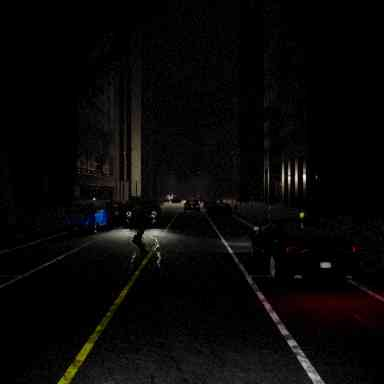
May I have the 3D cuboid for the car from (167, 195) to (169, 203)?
[{"bbox_3d":[-6.025,1.711,75.232,1.752,1.417,4.829,0,-1,1],"label":"car"}]

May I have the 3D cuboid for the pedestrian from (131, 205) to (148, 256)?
[{"bbox_3d":[-1.829,1.299,11.603,0.375,1.860,0.375,0,0,-15],"label":"pedestrian"}]

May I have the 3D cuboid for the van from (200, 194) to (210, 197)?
[{"bbox_3d":[2.554,1.438,52.880,1.690,1.788,3.998,0,0,0],"label":"van"}]

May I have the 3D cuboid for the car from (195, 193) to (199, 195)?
[{"bbox_3d":[2.495,1.528,81.073,2.192,1.841,5.009,0,0,0],"label":"car"}]

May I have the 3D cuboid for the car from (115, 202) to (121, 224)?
[{"bbox_3d":[-5.911,1.471,24.680,1.967,1.590,4.097,0,0,0],"label":"car"}]

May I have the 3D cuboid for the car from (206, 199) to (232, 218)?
[{"bbox_3d":[2.603,1.587,30.324,1.887,1.381,4.507,0,0,0],"label":"car"}]

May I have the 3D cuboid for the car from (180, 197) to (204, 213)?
[{"bbox_3d":[0.005,1.606,38.454,2.033,1.411,5.357,0,0,0],"label":"car"}]

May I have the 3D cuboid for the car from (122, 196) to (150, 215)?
[{"bbox_3d":[-5.934,1.369,35.959,2.192,1.841,5.009,0,0,0],"label":"car"}]

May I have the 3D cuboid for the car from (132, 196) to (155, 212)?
[{"bbox_3d":[-5.946,1.381,41.598,2.192,1.841,5.009,0,0,0],"label":"car"}]

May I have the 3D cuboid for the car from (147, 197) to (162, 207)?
[{"bbox_3d":[-5.971,1.537,52.878,1.967,1.590,4.097,0,0,0],"label":"car"}]

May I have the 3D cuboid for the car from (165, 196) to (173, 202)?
[{"bbox_3d":[-6.043,1.761,86.544,1.752,1.417,4.829,0,0,0],"label":"car"}]

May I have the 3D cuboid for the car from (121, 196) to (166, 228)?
[{"bbox_3d":[-3.148,1.379,22.505,2.097,1.767,4.553,0,0,0],"label":"car"}]

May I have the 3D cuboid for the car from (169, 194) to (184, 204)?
[{"bbox_3d":[-3.143,1.646,67.749,1.882,1.535,5.008,0,0,0],"label":"car"}]

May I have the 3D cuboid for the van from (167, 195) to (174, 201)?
[{"bbox_3d":[-6.054,1.599,92.357,1.690,1.788,3.998,0,0,0],"label":"van"}]

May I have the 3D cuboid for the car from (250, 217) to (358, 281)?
[{"bbox_3d":[2.979,1.482,9.895,1.882,1.535,5.008,0,0,0],"label":"car"}]

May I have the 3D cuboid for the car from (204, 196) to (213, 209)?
[{"bbox_3d":[2.591,1.494,35.963,1.967,1.590,4.097,0,0,0],"label":"car"}]

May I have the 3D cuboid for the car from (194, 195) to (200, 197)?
[{"bbox_3d":[-0.072,1.611,49.041,1.812,1.442,4.674,0,0,0],"label":"car"}]

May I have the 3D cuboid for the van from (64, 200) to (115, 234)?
[{"bbox_3d":[-5.899,1.361,19.040,1.690,1.788,3.998,0,0,0],"label":"van"}]
